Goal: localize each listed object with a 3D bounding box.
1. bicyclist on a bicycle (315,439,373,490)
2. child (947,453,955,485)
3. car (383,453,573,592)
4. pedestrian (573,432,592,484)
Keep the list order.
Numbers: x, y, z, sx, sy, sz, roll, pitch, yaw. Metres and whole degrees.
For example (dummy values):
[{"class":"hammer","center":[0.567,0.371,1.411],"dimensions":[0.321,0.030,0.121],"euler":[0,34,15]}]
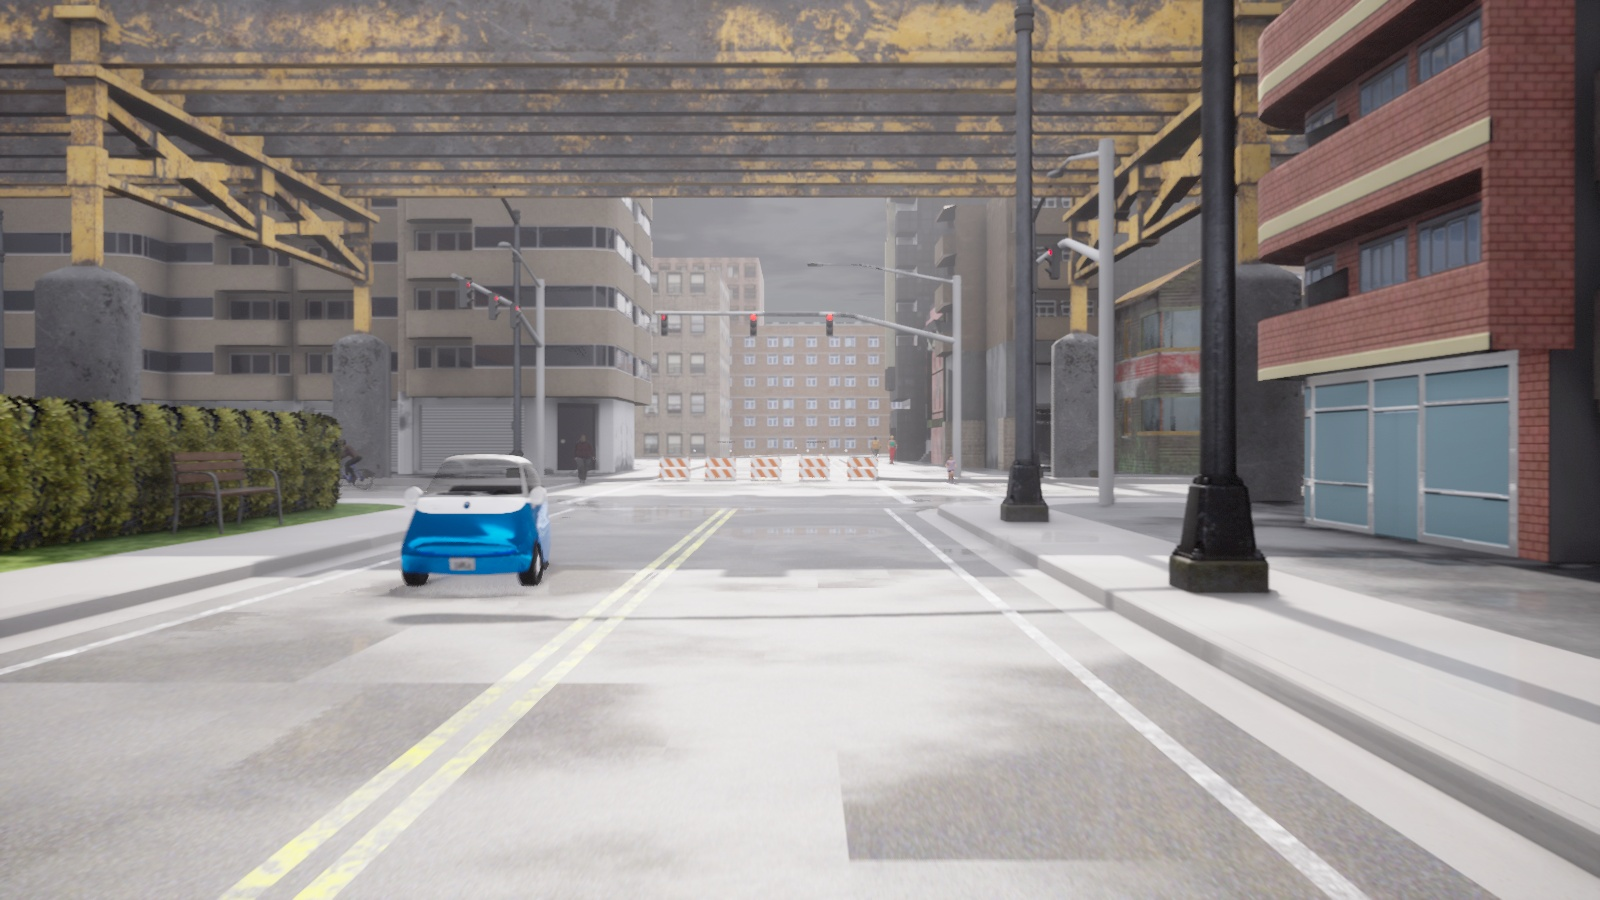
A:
[{"class":"bicyclist on a bicycle","center":[-14.554,0.463,40.095],"dimensions":[1.656,1.620,0.582],"euler":[0,0,0]},{"class":"child","center":[5.450,0.681,45.246],"dimensions":[0.255,1.110,0.394],"euler":[0,0,11]},{"class":"car","center":[-3.407,0.722,13.609],"dimensions":[1.481,1.376,2.207],"euler":[0,0,0]},{"class":"pedestrian","center":[-7.921,0.288,45.701],"dimensions":[0.634,1.844,0.899],"euler":[0,0,-11]}]
